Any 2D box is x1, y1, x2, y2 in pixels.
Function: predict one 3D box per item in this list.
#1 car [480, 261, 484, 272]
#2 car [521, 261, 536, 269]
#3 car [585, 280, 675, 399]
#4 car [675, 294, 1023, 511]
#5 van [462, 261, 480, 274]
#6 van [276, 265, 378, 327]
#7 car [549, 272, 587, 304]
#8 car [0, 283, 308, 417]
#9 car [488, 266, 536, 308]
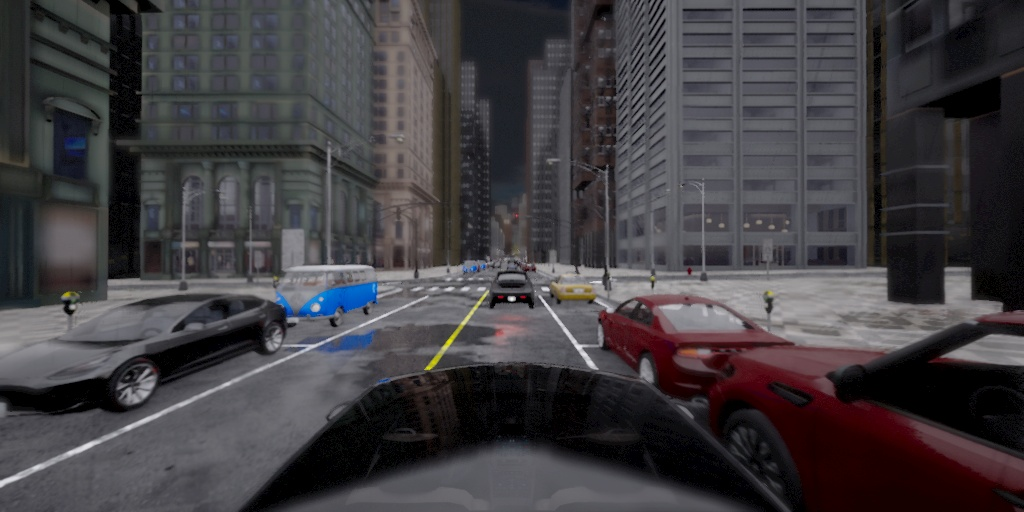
[{"bbox_3d":[-5.793,1.830,55.071,1.888,1.381,4.507,0,0,0],"label":"car"},{"bbox_3d":[2.762,1.829,55.055,1.888,1.381,4.507,0,0,0],"label":"car"},{"bbox_3d":[2.761,1.340,6.385,1.888,1.381,4.507,0,0,0],"label":"car"},{"bbox_3d":[2.763,1.058,1.096,2.192,1.841,5.009,0,0,0],"label":"car"},{"bbox_3d":[-5.792,1.568,49.546,1.690,1.789,3.998,0,0,0],"label":"van"},{"bbox_3d":[-5.766,1.186,11.564,1.690,1.789,3.998,0,0,0],"label":"van"},{"bbox_3d":[2.764,1.423,17.134,1.751,1.417,4.829,0,0,0],"label":"car"},{"bbox_3d":[-5.764,1.358,6.151,1.948,1.339,4.313,0,0,0],"label":"car"},{"bbox_3d":[-0.002,1.398,16.143,1.837,1.490,4.892,0,0,0],"label":"car"}]
